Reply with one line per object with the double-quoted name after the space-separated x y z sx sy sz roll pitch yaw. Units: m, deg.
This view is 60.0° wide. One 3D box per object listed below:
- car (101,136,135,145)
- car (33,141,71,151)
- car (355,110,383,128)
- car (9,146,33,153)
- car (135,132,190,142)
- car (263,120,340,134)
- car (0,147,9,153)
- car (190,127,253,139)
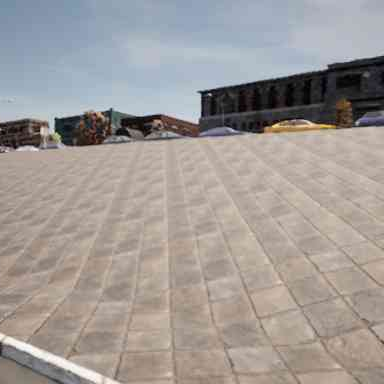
-6.534 -4.520 31.434 4.892 1.521 2.231 2 1 35 "car"
-15.470 -4.935 37.737 4.553 1.767 2.185 2 1 35 "car"
11.943 -3.949 19.259 4.553 1.767 2.185 2 1 32 "car"
-19.960 -4.913 40.905 4.674 1.452 2.002 2 1 35 "car"
-2.021 -4.362 28.261 4.892 1.521 2.231 2 1 35 "car"
7.236 -4.004 22.153 5.008 1.535 2.097 2 1 33 "car"
-24.594 -5.227 44.173 4.553 1.767 2.185 2 1 35 "car"
2.574 -4.145 25.158 4.674 1.452 2.002 2 1 34 "car"
